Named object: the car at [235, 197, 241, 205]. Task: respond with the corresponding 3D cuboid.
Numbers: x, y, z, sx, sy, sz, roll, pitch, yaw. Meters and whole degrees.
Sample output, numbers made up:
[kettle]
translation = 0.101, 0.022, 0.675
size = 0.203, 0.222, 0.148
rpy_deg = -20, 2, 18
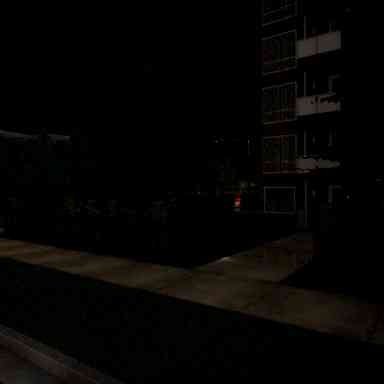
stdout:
[car]
translation = 9.302, 1.478, 58.069
size = 1.882, 1.535, 5.008
rpy_deg = 0, 0, 36
